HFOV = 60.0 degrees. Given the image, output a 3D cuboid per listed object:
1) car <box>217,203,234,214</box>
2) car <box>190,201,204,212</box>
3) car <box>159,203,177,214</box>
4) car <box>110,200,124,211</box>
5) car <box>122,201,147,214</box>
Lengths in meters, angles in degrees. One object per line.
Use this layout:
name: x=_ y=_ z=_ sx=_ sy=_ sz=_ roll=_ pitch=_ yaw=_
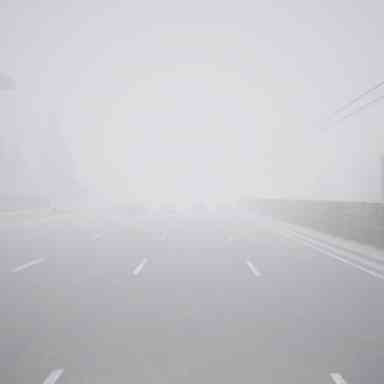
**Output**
car: x=4.186 y=2.061 z=42.090 sx=1.895 sy=1.301 sz=4.718 roll=1 pitch=-1 yaw=1
car: x=0.758 y=2.024 z=47.381 sx=1.994 sy=1.385 sz=4.181 roll=1 pitch=0 yaw=1
car: x=-2.839 y=1.940 z=40.246 sx=1.895 sy=1.301 sz=4.718 roll=1 pitch=-1 yaw=1
car: x=-9.770 y=1.809 z=45.135 sx=1.812 sy=1.442 sz=4.674 roll=1 pitch=0 yaw=1
car: x=-6.364 y=1.871 z=38.405 sx=1.895 sy=1.301 sz=4.718 roll=1 pitch=-1 yaw=1
